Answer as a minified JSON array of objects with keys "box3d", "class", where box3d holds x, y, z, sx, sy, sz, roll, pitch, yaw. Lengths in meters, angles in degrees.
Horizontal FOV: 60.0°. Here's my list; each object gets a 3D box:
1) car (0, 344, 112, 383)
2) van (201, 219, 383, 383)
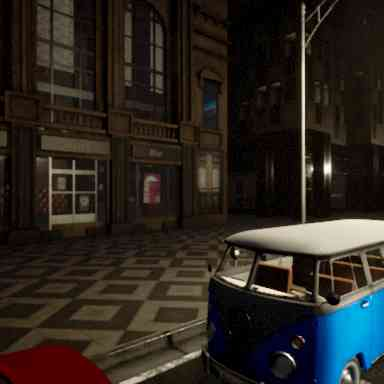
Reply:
[{"box3d":[-2.319,1.547,0.937,4.507,1.381,1.887,0,0,-41],"class":"car"},{"box3d":[1.950,1.339,4.591,3.998,1.788,1.690,0,0,-41],"class":"van"}]
